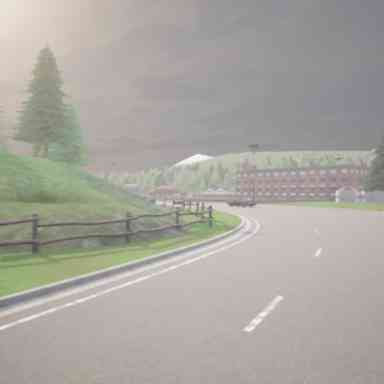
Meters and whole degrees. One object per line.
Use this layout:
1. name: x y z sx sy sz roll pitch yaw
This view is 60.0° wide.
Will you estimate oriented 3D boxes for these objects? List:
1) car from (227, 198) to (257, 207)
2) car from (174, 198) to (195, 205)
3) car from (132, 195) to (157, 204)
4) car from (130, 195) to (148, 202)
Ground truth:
1. car: 7.975 1.711 53.376 2.033 1.411 5.357 0 0 -34
2. car: -1.400 1.684 59.888 1.994 1.385 4.181 0 0 -40
3. car: -8.829 1.682 63.347 1.895 1.301 4.718 0 0 -42
4. car: -12.524 1.569 78.065 1.882 1.535 5.008 0 0 -41
